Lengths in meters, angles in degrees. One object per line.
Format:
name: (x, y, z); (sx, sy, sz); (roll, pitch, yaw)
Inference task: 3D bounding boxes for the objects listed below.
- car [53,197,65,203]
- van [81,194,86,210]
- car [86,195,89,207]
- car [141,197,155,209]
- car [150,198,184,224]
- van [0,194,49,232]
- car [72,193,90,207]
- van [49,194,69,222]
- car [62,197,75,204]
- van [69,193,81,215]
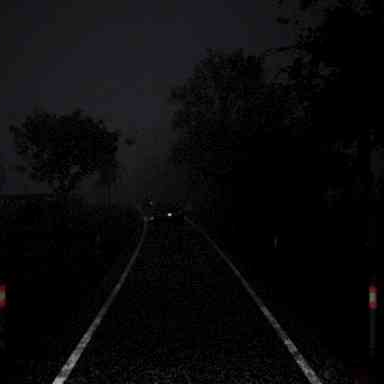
car: (-34.744, 2.056, 86.710); (2.097, 1.535, 5.008); (-1, -1, -33)
van: (-12.684, 1.153, 35.413); (1.878, 1.987, 4.442); (2, -1, -15)
car: (-14.004, 1.404, 40.769); (1.946, 1.575, 5.366); (2, -1, -13)
car: (-5.269, 1.291, 41.494); (1.994, 1.385, 4.181); (-1, 0, -14)
car: (-1.676, 1.394, 22.989); (1.994, 1.385, 4.181); (0, 1, -8)
van: (-9.900, 1.132, 18.886); (1.878, 1.987, 4.442); (1, -1, -8)
car: (-17.285, 1.253, 51.625); (2.435, 2.045, 5.566); (2, -2, -19)
van: (-10.643, 1.128, 24.416); (1.878, 1.987, 4.442); (1, -1, -10)
car: (-28.462, 1.847, 76.448); (2.097, 1.535, 5.008); (-1, -1, -29)
van: (-11.569, 1.135, 29.931); (1.878, 1.987, 4.442); (1, -1, -10)
